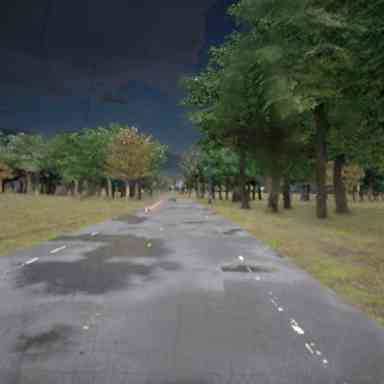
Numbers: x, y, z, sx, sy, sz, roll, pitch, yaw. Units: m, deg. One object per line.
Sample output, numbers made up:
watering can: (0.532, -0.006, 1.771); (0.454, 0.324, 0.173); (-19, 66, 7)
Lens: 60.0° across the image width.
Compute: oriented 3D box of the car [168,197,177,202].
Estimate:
car: (-4.852, 1.868, 82.977); (1.994, 1.385, 4.181); (0, 0, -4)

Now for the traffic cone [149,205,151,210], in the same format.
traffic cone: (-5.503, 2.080, 40.265); (0.340, 0.580, 0.340); (0, 0, -2)

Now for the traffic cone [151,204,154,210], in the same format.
traffic cone: (-5.661, 2.098, 45.252); (0.340, 0.580, 0.340); (0, 0, -2)

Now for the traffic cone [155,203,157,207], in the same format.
traffic cone: (-5.837, 2.117, 50.237); (0.340, 0.580, 0.340); (0, 0, -2)
